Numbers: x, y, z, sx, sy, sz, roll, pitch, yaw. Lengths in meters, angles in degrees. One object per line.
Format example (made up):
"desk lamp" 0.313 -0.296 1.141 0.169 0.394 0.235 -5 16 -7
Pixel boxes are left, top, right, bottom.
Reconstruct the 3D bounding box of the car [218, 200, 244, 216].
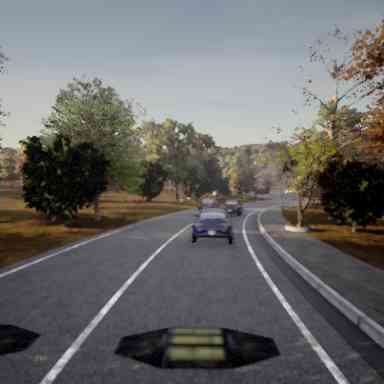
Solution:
"car" 4.036 1.527 32.747 1.812 1.442 4.674 1 0 14

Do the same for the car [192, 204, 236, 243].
"car" 1.059 1.514 16.103 1.812 1.442 4.674 1 0 6

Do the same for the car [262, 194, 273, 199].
"car" 17.404 1.193 76.856 1.882 1.535 5.008 2 1 23

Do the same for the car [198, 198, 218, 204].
"car" 1.976 1.451 39.231 1.812 1.442 4.674 1 0 16
